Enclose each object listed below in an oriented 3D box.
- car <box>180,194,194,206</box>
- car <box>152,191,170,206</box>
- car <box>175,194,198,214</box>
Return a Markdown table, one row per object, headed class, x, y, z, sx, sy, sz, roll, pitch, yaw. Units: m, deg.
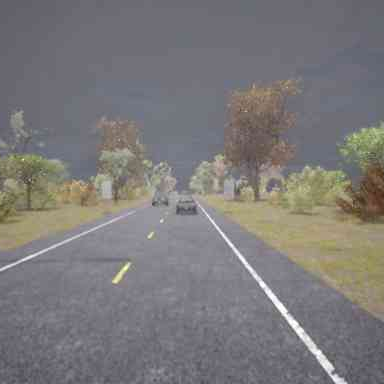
| class | x | y | z | sx | sy | sz | roll | pitch | yaw |
| --- | --- | --- | --- | --- | --- | --- | --- | --- | --- |
| car | -0.725 | 1.060 | 47.169 | 1.837 | 1.490 | 4.892 | 0 | 1 | -1 |
| car | -4.270 | 0.914 | 45.811 | 2.150 | 2.045 | 5.566 | -1 | 0 | -1 |
| car | -0.499 | 1.179 | 31.075 | 2.128 | 1.511 | 4.902 | -1 | 0 | -1 |
